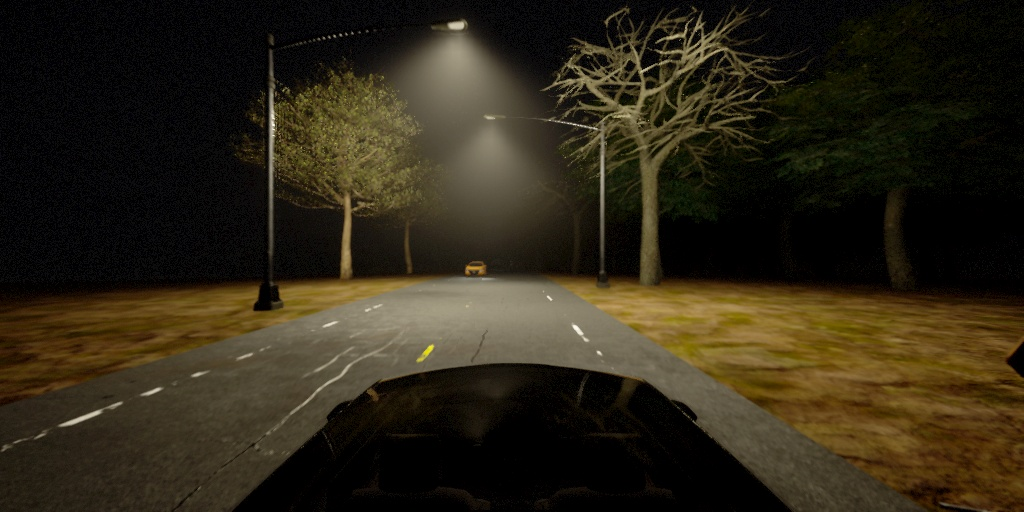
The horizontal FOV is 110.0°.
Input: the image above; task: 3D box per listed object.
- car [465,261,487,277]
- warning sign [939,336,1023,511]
[{"bbox_3d":[-3.581,1.309,36.347,1.882,1.535,5.008,0,-1,0],"label":"car"},{"bbox_3d":[3.550,0.859,2.084,1.300,1.860,1.060,0,0,0],"label":"warning sign"}]
